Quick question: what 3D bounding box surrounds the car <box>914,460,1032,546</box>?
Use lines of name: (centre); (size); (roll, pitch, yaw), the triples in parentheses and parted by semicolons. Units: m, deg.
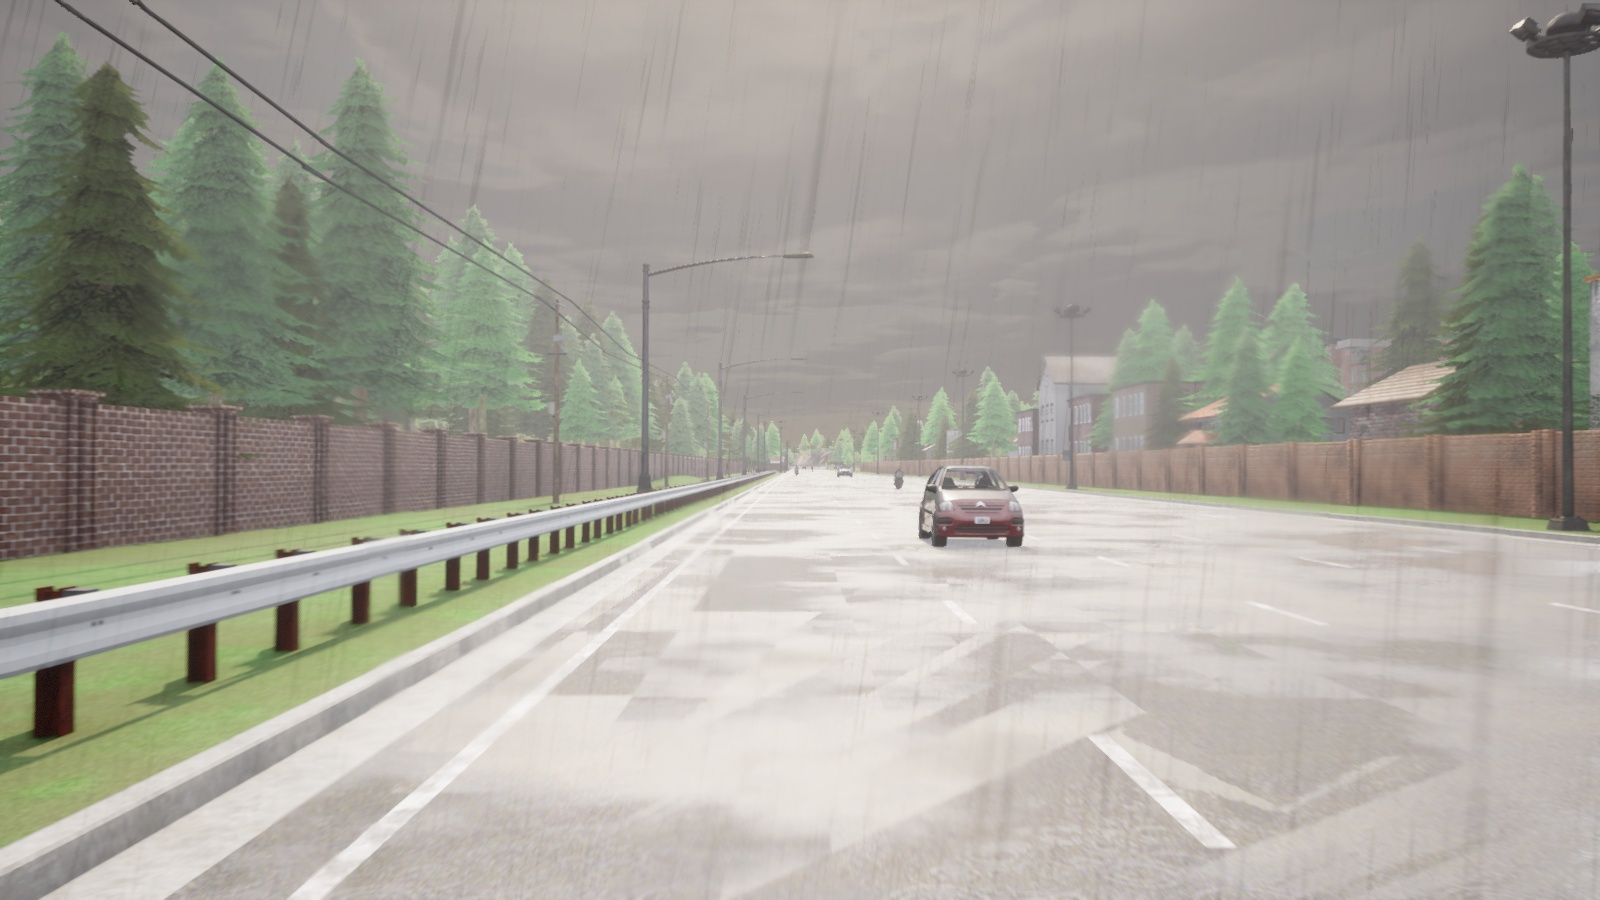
car: (3.439, 1.028, 25.662); (1.851, 1.617, 3.988); (0, -1, 0)
